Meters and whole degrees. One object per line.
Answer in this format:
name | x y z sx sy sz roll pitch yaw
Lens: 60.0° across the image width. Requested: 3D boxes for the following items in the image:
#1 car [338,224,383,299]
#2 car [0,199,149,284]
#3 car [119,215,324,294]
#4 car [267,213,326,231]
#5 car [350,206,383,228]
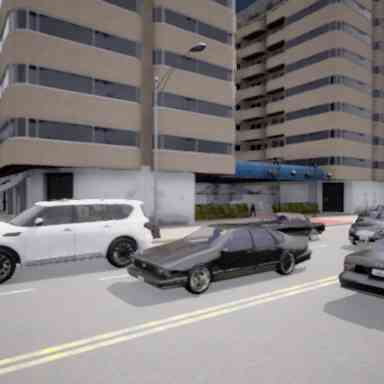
car | 5.586 1.588 7.733 5.357 1.411 2.033 0 0 -36
car | -3.873 1.234 9.827 5.566 2.045 2.150 0 0 -35
car | 1.021 1.575 9.019 5.357 1.411 2.033 0 0 -35
car | 4.084 1.658 15.495 4.718 1.301 1.895 0 0 -35
car | 8.776 1.564 14.530 4.902 1.511 2.128 0 0 -35
